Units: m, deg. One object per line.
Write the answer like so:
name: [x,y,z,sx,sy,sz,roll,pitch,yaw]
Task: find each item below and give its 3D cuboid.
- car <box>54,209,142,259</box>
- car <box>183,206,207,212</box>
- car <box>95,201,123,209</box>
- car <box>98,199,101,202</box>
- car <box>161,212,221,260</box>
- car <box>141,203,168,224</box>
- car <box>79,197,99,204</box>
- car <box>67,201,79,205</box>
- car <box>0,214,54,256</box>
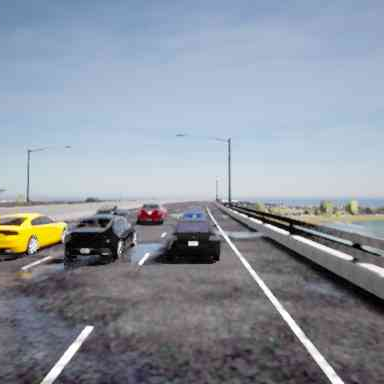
car: [-3.425,1.661,13.186,1.837,1.490,4.892,0,0,1]
car: [0.228,1.872,27.083,2.033,1.411,5.357,0,-1,1]
car: [-6.742,1.832,28.178,2.128,1.511,4.902,0,-1,2]
car: [-16.250,2.380,65.531,2.033,1.411,5.357,0,-1,2]
car: [0.074,1.717,13.128,1.994,1.385,4.181,0,-1,1]
car: [-3.243,1.688,28.049,2.097,1.767,4.553,0,-1,1]
car: [-19.747,2.064,65.637,2.150,2.045,5.566,0,-1,2]
car: [-23.242,2.396,65.808,1.994,1.385,4.181,0,-1,2]
car: [-6.910,1.640,13.965,1.882,1.535,5.008,0,0,1]
